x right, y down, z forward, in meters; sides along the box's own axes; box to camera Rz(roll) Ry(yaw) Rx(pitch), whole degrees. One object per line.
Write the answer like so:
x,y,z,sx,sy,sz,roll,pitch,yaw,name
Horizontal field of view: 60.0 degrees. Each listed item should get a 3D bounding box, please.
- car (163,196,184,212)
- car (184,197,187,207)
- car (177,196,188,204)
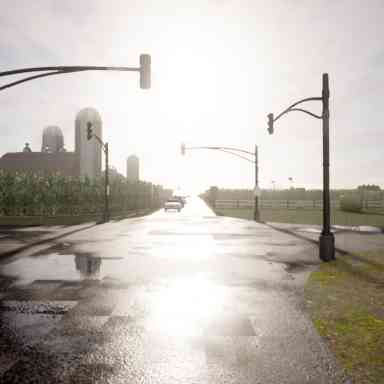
-2.300,1.565,40.195,1.812,1.442,4.674,0,0,1,car
-2.208,1.406,50.583,2.097,1.767,4.553,0,0,1,car
-1.970,1.641,68.388,2.033,1.411,5.357,0,0,1,car
